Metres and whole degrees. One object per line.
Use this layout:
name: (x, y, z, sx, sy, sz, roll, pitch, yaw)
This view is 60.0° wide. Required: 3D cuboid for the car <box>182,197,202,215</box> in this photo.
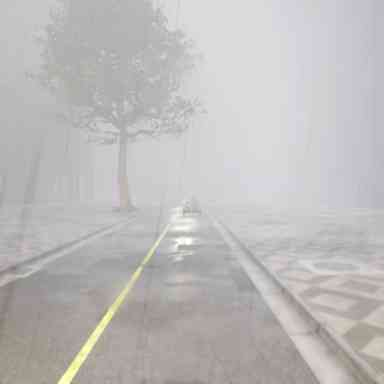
car: (0.020, 1.510, 32.335, 2.033, 1.411, 5.357, 0, 0, 0)
